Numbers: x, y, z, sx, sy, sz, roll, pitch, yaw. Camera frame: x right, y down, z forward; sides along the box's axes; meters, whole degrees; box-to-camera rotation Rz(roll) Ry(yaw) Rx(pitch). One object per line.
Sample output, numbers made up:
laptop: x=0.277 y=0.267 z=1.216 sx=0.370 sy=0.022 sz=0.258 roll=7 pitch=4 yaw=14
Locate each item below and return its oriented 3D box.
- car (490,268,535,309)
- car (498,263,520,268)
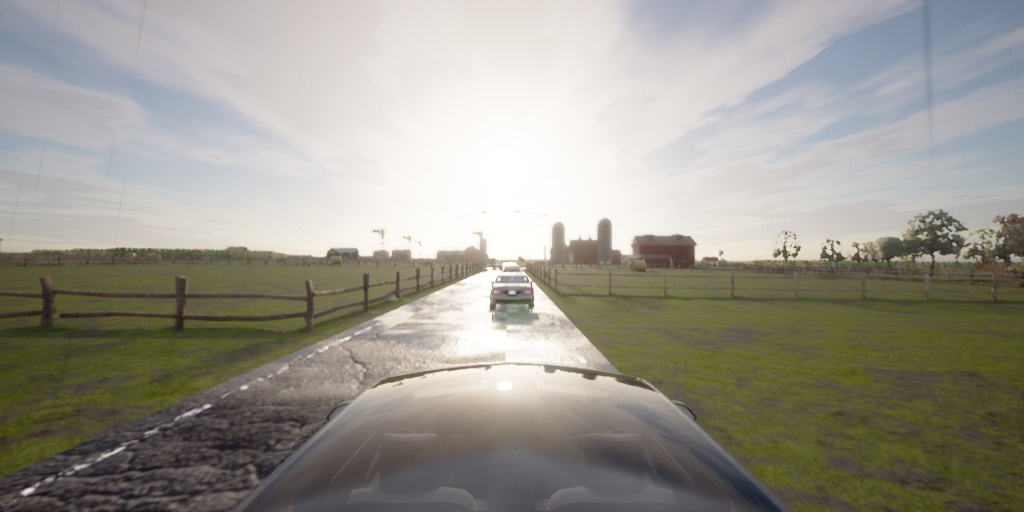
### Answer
car: x=0.009 y=1.431 z=15.848 sx=2.033 sy=1.411 sz=5.357 roll=0 pitch=-1 yaw=0
car: x=0.022 y=1.538 z=31.155 sx=1.837 sy=1.490 sz=4.892 roll=0 pitch=0 yaw=0
